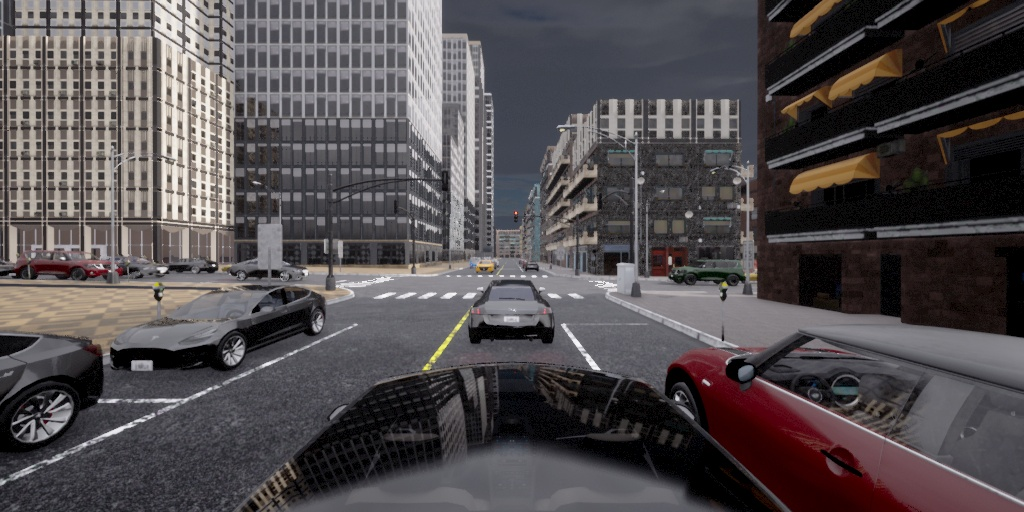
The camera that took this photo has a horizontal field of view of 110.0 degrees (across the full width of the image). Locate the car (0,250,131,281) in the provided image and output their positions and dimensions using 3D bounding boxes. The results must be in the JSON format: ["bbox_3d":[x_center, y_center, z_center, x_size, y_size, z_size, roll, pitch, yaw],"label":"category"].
[{"bbox_3d":[-27.440,0.589,22.208,5.009,1.841,2.192,0,0,-1],"label":"car"}]

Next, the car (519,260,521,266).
[{"bbox_3d":[2.538,1.298,57.336,1.888,1.381,4.507,0,0,0],"label":"car"}]

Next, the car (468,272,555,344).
[{"bbox_3d":[-0.017,1.313,9.634,1.994,1.385,4.181,0,0,0],"label":"car"}]

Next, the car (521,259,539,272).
[{"bbox_3d":[2.566,1.317,47.369,1.948,1.339,4.313,0,0,0],"label":"car"}]

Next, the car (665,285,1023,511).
[{"bbox_3d":[2.692,1.190,2.479,1.967,1.591,4.097,0,0,0],"label":"car"}]

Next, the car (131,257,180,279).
[{"bbox_3d":[-26.610,0.775,24.811,4.902,1.511,2.128,1,0,-1],"label":"car"}]

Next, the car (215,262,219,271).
[{"bbox_3d":[-22.122,0.878,30.753,4.829,1.417,1.751,0,0,-1],"label":"car"}]

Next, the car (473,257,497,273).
[{"bbox_3d":[-3.213,1.228,43.357,1.882,1.535,5.008,0,0,0],"label":"car"}]

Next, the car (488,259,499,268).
[{"bbox_3d":[-3.230,1.281,63.595,1.812,1.442,4.674,0,0,0],"label":"car"}]

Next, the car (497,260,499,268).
[{"bbox_3d":[-3.237,1.244,53.428,2.128,1.511,4.902,0,0,0],"label":"car"}]

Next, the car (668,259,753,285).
[{"bbox_3d":[15.509,1.288,28.602,5.566,2.045,2.150,1,0,-1],"label":"car"}]

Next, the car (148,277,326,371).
[{"bbox_3d":[-5.703,1.315,7.701,1.948,1.339,4.313,0,0,0],"label":"car"}]

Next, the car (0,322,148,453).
[{"bbox_3d":[-5.688,1.316,2.455,1.948,1.339,4.313,0,0,0],"label":"car"}]

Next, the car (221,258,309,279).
[{"bbox_3d":[-16.791,0.958,24.954,4.902,1.511,2.128,1,0,-1],"label":"car"}]

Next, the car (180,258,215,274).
[{"bbox_3d":[-27.566,0.814,30.589,4.313,1.339,1.948,0,0,-1],"label":"car"}]

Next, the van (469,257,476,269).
[{"bbox_3d":[-5.843,1.094,57.312,1.690,1.789,3.998,0,0,0],"label":"van"}]

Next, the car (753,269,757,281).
[{"bbox_3d":[21.286,1.696,31.278,4.829,1.417,1.751,0,0,-1],"label":"car"}]
